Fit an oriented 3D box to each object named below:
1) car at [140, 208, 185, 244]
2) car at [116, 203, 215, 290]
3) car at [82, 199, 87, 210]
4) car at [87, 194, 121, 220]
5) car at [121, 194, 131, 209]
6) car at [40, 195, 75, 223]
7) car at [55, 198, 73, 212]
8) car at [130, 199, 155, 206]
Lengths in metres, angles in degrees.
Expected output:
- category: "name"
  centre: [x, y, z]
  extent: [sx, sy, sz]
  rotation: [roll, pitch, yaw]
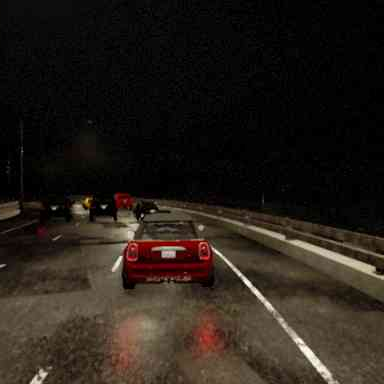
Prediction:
- category: "car"
  centre: [-1.619, 1.587, 16.813]
  extent: [1.994, 1.385, 4.181]
  rotation: [0, 0, -9]
- category: "car"
  centre: [-0.675, 1.367, 9.346]
  extent: [2.097, 1.767, 4.553]
  rotation: [0, 0, -5]
- category: "car"
  centre: [-13.498, 1.560, 44.506]
  extent: [1.882, 1.535, 5.008]
  rotation: [0, 0, -24]
- category: "car"
  centre: [-7.619, 1.276, 28.582]
  extent: [2.150, 2.045, 5.566]
  rotation: [0, 0, -16]
- category: "car"
  centre: [-9.420, 1.296, 44.026]
  extent: [2.150, 2.045, 5.566]
  rotation: [0, 0, -23]
- category: "car"
  centre: [-10.648, 1.278, 26.547]
  extent: [2.150, 2.045, 5.566]
  rotation: [0, 0, -16]
- category: "car"
  centre: [-16.156, 1.592, 41.858]
  extent: [1.837, 1.490, 4.892]
  rotation: [0, 0, -23]
- category: "car"
  centre: [-3.833, 1.548, 27.768]
  extent: [1.837, 1.490, 4.892]
  rotation: [0, 0, -15]
